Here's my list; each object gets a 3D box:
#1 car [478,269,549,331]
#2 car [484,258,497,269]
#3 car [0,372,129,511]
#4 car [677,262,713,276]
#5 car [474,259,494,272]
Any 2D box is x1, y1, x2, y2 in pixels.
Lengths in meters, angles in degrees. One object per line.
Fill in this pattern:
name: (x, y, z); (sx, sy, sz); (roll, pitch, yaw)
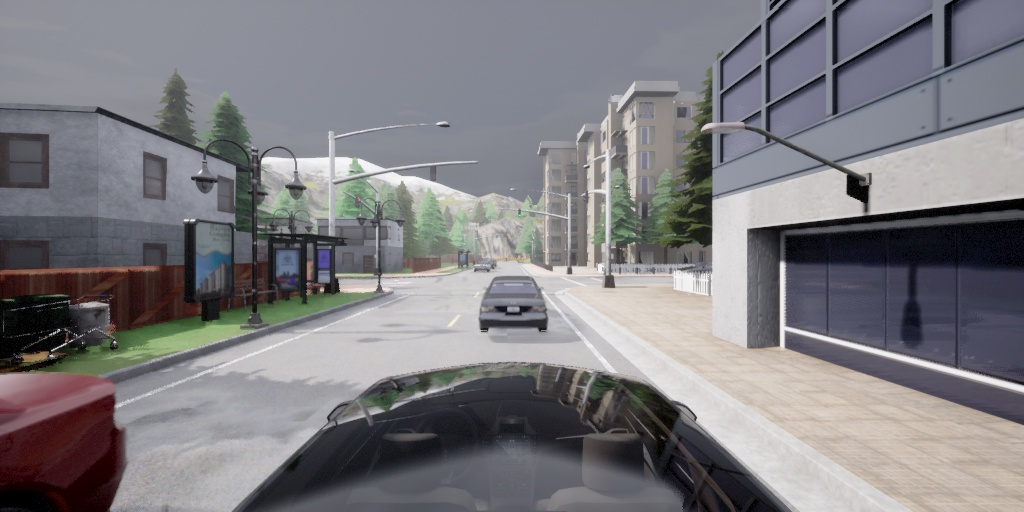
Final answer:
car: (0.041, 1.298, 10.957); (2.033, 1.411, 5.357); (0, 0, 0)
car: (-3.758, 1.102, 55.231); (2.097, 1.767, 4.553); (0, 0, 0)
car: (-3.578, 1.227, 0.302); (1.882, 1.535, 5.008); (0, 0, 0)
car: (16.598, 1.257, 30.669); (4.902, 1.511, 2.128); (0, 0, -2)
car: (-3.735, 1.351, 45.377); (1.895, 1.301, 4.718); (0, 0, 0)
